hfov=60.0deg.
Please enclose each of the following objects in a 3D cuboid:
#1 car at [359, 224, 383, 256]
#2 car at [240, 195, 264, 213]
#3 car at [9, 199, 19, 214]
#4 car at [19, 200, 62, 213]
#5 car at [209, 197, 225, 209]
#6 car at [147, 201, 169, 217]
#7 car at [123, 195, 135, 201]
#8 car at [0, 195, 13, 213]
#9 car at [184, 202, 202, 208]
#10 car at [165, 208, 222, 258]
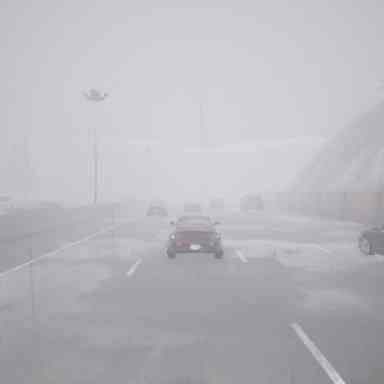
[{"bbox_3d":[7.098,1.542,10.417,1.837,1.490,4.892,0,0,0],"label":"car"},{"bbox_3d":[7.110,1.366,40.019,2.150,2.045,5.566,0,0,0],"label":"car"},{"bbox_3d":[-17.569,1.699,36.314,1.994,1.385,4.181,0,0,0],"label":"car"},{"bbox_3d":[-14.082,1.595,31.761,1.882,1.535,5.008,0,0,0],"label":"car"},{"bbox_3d":[3.608,1.533,49.181,2.097,1.767,4.553,0,0,0],"label":"car"},{"bbox_3d":[-3.396,1.648,33.312,1.812,1.442,4.674,0,0,0],"label":"car"},{"bbox_3d":[-13.664,1.521,73.158,1.837,1.490,4.892,0,0,6],"label":"car"},{"bbox_3d":[-21.069,1.356,35.411,2.150,2.045,5.566,0,-1,0],"label":"car"},{"bbox_3d":[0.106,1.739,37.573,1.895,1.301,4.718,0,0,0],"label":"car"},{"bbox_3d":[0.102,1.573,12.822,1.812,1.442,4.674,0,0,0],"label":"car"}]
